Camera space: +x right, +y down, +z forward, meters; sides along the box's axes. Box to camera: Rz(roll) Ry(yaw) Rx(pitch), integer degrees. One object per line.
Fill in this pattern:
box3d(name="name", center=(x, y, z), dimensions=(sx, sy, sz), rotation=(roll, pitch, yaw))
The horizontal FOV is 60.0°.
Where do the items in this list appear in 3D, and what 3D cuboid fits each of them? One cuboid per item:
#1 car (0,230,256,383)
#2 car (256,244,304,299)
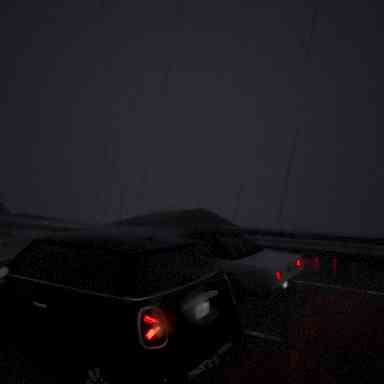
box3d(name="car", center=(-1.636, 1.361, 4.951), dimensions=(4.553, 1.767, 2.097), rotation=(0, 0, 34))
box3d(name="car", center=(0.080, 1.610, 8.056), dimensions=(4.718, 1.301, 1.895), rotation=(0, 0, 34))
